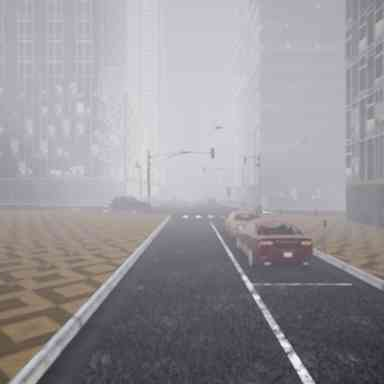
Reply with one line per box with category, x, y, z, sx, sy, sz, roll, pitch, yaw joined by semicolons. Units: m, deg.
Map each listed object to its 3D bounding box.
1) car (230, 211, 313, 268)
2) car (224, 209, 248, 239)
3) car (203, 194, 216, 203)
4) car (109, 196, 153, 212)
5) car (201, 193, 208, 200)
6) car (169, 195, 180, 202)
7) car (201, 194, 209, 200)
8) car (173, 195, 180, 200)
car;2.567;1.539;11.131;1.887;1.381;4.507;0;0;0
car;2.568;1.517;16.852;1.752;1.417;4.829;0;0;0
car;3.880;1.543;67.786;1.947;1.339;4.313;0;0;0
car;-6.524;1.209;35.719;4.553;1.767;2.097;1;0;-3
car;3.711;1.265;89.894;2.192;1.841;5.009;0;0;0
car;-4.079;1.554;73.269;1.802;1.307;4.206;0;0;0
car;3.681;1.381;95.423;1.967;1.590;4.097;0;0;0
car;-4.169;1.516;89.852;1.947;1.339;4.313;0;0;0
